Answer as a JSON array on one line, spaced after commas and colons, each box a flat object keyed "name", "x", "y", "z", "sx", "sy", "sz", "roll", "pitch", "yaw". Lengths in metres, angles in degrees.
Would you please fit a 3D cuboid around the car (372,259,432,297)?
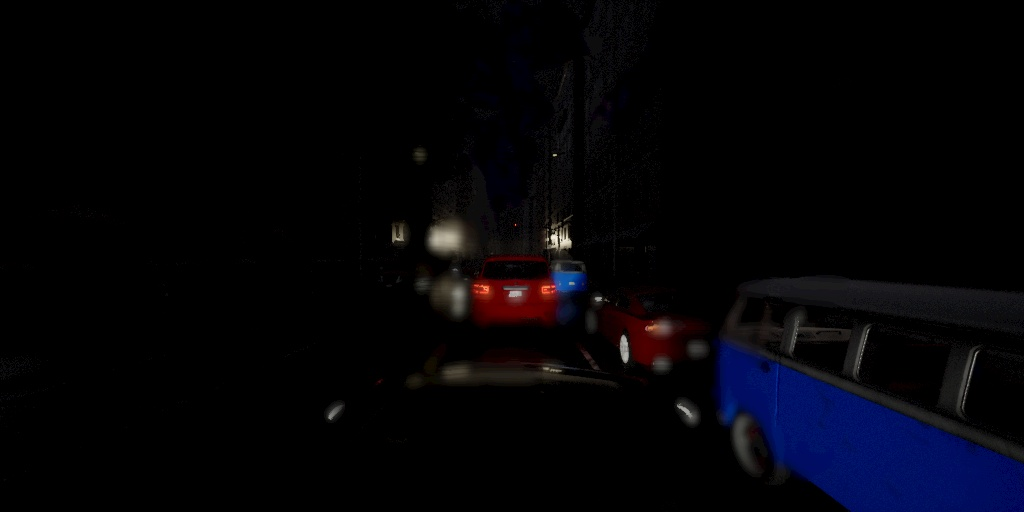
[{"name": "car", "x": -5.647, "y": 1.060, "z": 19.025, "sx": 2.192, "sy": 1.841, "sz": 5.009, "roll": 0, "pitch": 0, "yaw": 0}]

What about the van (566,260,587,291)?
[{"name": "van", "x": 2.878, "y": 1.086, "z": 19.054, "sx": 1.690, "sy": 1.789, "sz": 3.998, "roll": 0, "pitch": 0, "yaw": 0}]

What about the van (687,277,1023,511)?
[{"name": "van", "x": 2.856, "y": 1.091, "z": 2.072, "sx": 1.690, "sy": 1.789, "sz": 3.998, "roll": 0, "pitch": 0, "yaw": 0}]

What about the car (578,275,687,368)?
[{"name": "car", "x": 2.863, "y": 1.294, "z": 7.733, "sx": 1.888, "sy": 1.381, "sz": 4.507, "roll": 0, "pitch": 0, "yaw": 0}]

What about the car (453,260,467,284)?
[{"name": "car", "x": -2.997, "y": 1.091, "z": 26.640, "sx": 2.097, "sy": 1.767, "sz": 4.553, "roll": 0, "pitch": 0, "yaw": 1}]

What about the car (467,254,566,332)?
[{"name": "car", "x": 0.113, "y": 0.970, "z": 10.954, "sx": 2.150, "sy": 2.045, "sz": 5.566, "roll": 0, "pitch": 0, "yaw": 0}]
